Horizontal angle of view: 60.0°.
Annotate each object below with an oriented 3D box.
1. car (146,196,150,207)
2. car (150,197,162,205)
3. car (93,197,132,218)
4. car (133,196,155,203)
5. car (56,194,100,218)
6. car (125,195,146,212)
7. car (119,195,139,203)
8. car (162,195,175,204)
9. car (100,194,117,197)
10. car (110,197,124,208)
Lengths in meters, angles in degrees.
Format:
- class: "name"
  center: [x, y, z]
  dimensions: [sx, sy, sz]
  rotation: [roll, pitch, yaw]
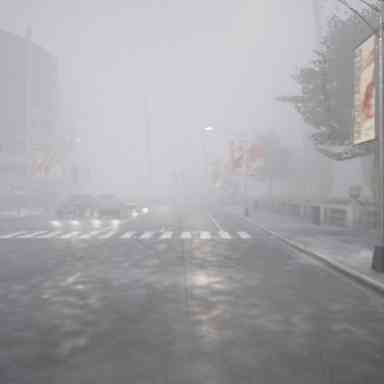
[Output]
- class: "car"
  center: [-7.714, 1.610, 49.750]
  dimensions: [1.895, 1.301, 4.718]
  rotation: [0, 0, -10]
- class: "car"
  center: [-7.572, 1.612, 60.468]
  dimensions: [1.895, 1.301, 4.718]
  rotation: [0, 0, -25]
- class: "car"
  center: [-7.101, 1.483, 30.270]
  dimensions: [1.882, 1.535, 5.008]
  rotation: [0, 0, 0]
- class: "car"
  center: [-10.393, 1.493, 71.287]
  dimensions: [2.033, 1.411, 5.357]
  rotation: [0, 0, -43]
- class: "car"
  center: [-10.599, 1.227, 30.804]
  dimensions: [2.150, 2.045, 5.566]
  rotation: [0, 0, 0]
- class: "car"
  center: [-7.104, 1.485, 39.815]
  dimensions: [1.882, 1.535, 5.008]
  rotation: [0, 0, 0]
- class: "car"
  center: [-13.120, 1.440, 69.093]
  dimensions: [1.882, 1.535, 5.008]
  rotation: [0, 0, -43]
- class: "car"
  center: [-4.917, 1.363, 62.953]
  dimensions: [2.097, 1.767, 4.553]
  rotation: [0, 0, -29]
- class: "car"
  center: [-10.583, 1.229, 40.896]
  dimensions: [2.150, 2.045, 5.566]
  rotation: [0, 0, 0]
- class: "car"
  center: [-11.647, 1.557, 51.294]
  dimensions: [2.033, 1.411, 5.357]
  rotation: [0, 0, -14]
